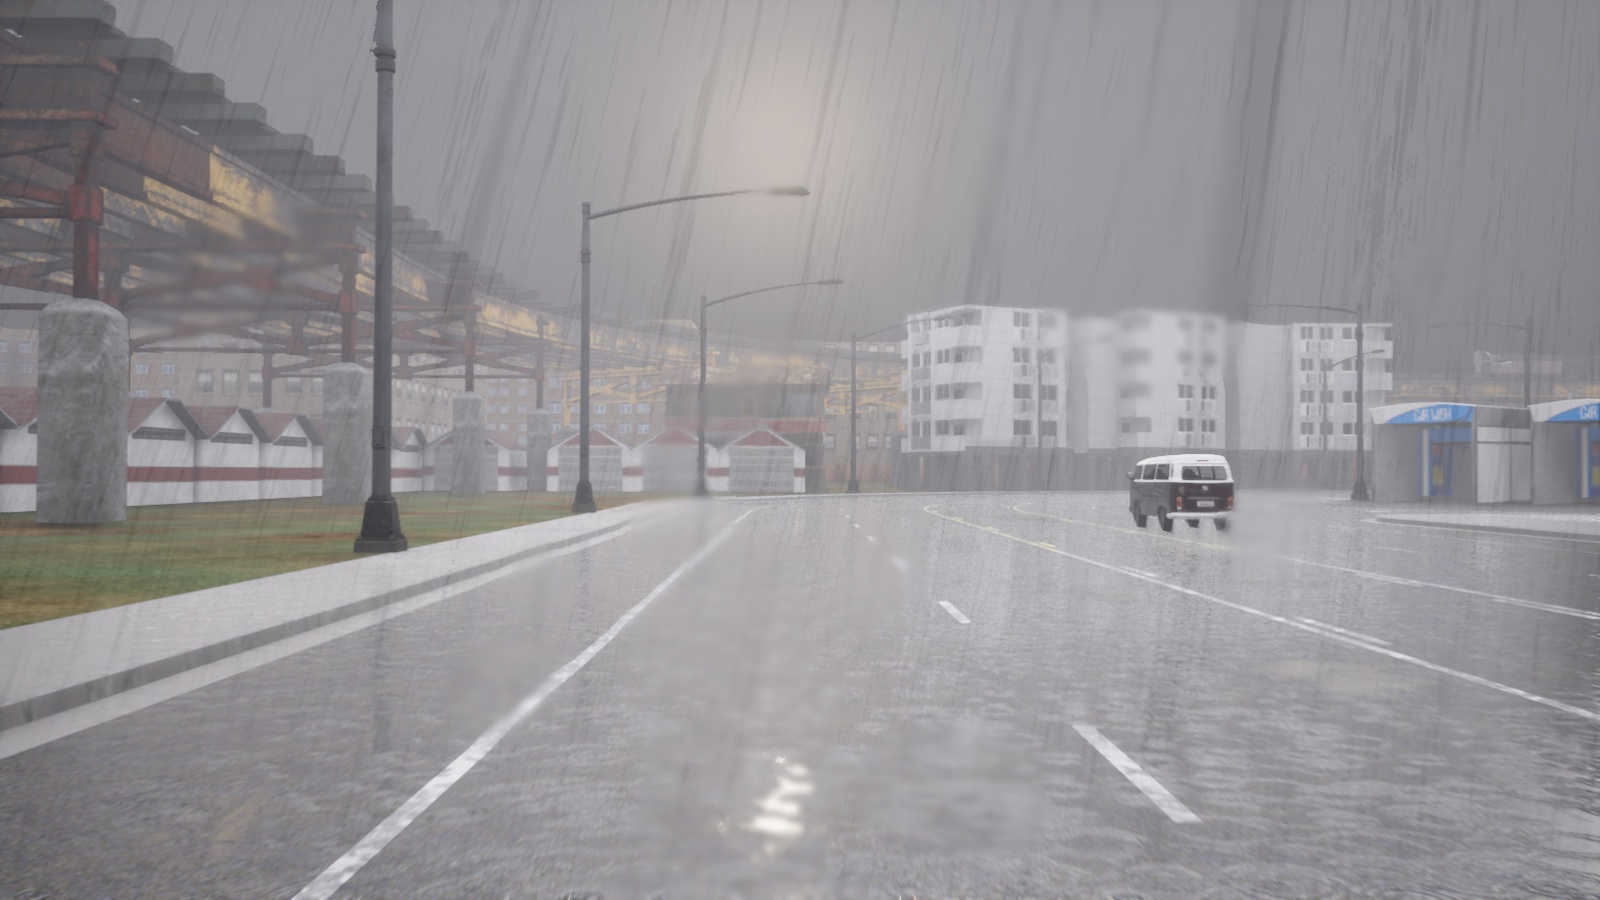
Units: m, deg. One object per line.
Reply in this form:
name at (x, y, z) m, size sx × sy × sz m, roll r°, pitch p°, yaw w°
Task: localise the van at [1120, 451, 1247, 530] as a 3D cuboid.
van at (10.417, 1.074, 34.478) m, size 2.069 × 2.038 × 4.480 m, roll 0°, pitch -1°, yaw 0°
